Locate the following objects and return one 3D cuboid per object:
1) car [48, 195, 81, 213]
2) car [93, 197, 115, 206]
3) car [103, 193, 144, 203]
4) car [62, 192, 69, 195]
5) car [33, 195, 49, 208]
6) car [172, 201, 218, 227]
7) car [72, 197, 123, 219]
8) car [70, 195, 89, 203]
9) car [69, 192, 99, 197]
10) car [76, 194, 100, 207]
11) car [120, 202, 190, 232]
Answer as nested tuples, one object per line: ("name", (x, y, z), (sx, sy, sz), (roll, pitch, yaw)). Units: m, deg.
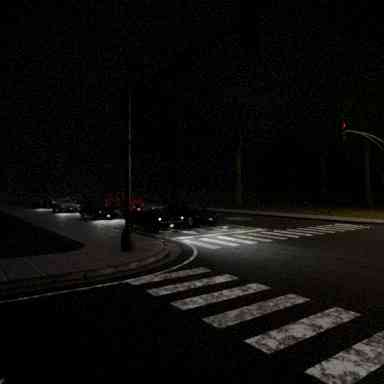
("car", (-13.677, 1.403, 35.787), (1.812, 1.442, 4.674), (0, 0, -36))
("car", (-14.156, 1.426, 53.378), (1.895, 1.301, 4.718), (0, 0, -36))
("car", (-6.206, 1.118, 31.010), (2.150, 2.045, 5.566), (0, 0, -36))
("car", (-21.442, 1.039, 57.716), (2.150, 2.045, 5.566), (0, 0, -36))
("car", (-19.635, 1.203, 44.067), (2.097, 1.767, 4.553), (0, 0, -35))
("car", (-0.245, 1.410, 22.788), (1.882, 1.535, 5.008), (0, 0, -35))
("car", (-8.056, 1.454, 28.027), (2.033, 1.411, 5.357), (0, 0, -36))
("car", (-21.607, 1.295, 63.660), (2.128, 1.511, 4.902), (0, 0, -36))
("car", (-12.492, 1.086, 39.688), (2.150, 2.045, 5.566), (0, 0, -36))
("car", (-15.631, 1.187, 49.794), (2.097, 1.767, 4.553), (0, 0, -35))
("car", (-2.397, 1.542, 20.214), (1.895, 1.301, 4.718), (0, 0, -36))
